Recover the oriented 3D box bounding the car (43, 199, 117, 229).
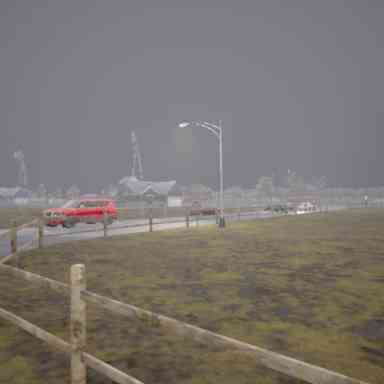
[{"bbox_3d":[-8.026,1.519,24.293,2.150,2.045,5.566,-2,-2,35],"label":"car"}]

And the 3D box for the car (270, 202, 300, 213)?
[{"bbox_3d":[13.438,2.243,47.919,1.837,1.490,4.892,-2,-2,36],"label":"car"}]

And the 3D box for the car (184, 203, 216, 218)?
[{"bbox_3d":[1.057,2.032,36.966,1.882,1.535,5.008,-2,-2,36],"label":"car"}]

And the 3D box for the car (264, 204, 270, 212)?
[{"bbox_3d":[13.236,2.484,53.824,1.994,1.385,4.181,-2,-2,36],"label":"car"}]

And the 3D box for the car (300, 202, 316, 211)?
[{"bbox_3d":[19.455,2.454,56.324,1.812,1.442,4.674,-2,-2,36],"label":"car"}]
